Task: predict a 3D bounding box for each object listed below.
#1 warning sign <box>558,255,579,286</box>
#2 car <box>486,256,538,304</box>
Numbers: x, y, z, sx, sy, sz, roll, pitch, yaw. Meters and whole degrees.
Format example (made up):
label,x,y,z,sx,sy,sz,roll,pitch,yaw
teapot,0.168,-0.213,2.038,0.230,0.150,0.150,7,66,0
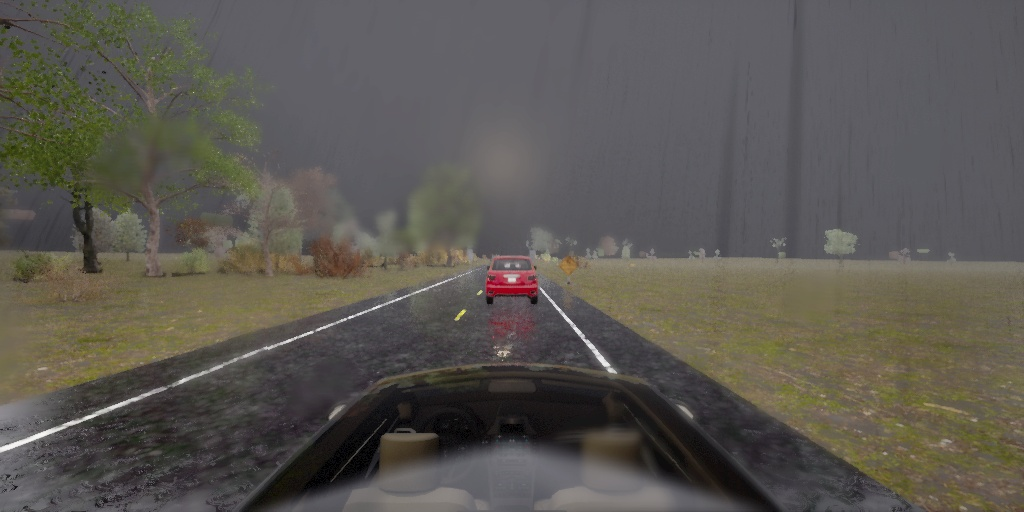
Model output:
label,x,y,z,sx,sy,sz,roll,pitch,yaw
warning sign,3.550,0.872,22.402,1.300,1.860,1.060,0,0,0
car,0.000,1.013,16.531,2.150,2.045,5.566,0,0,0
